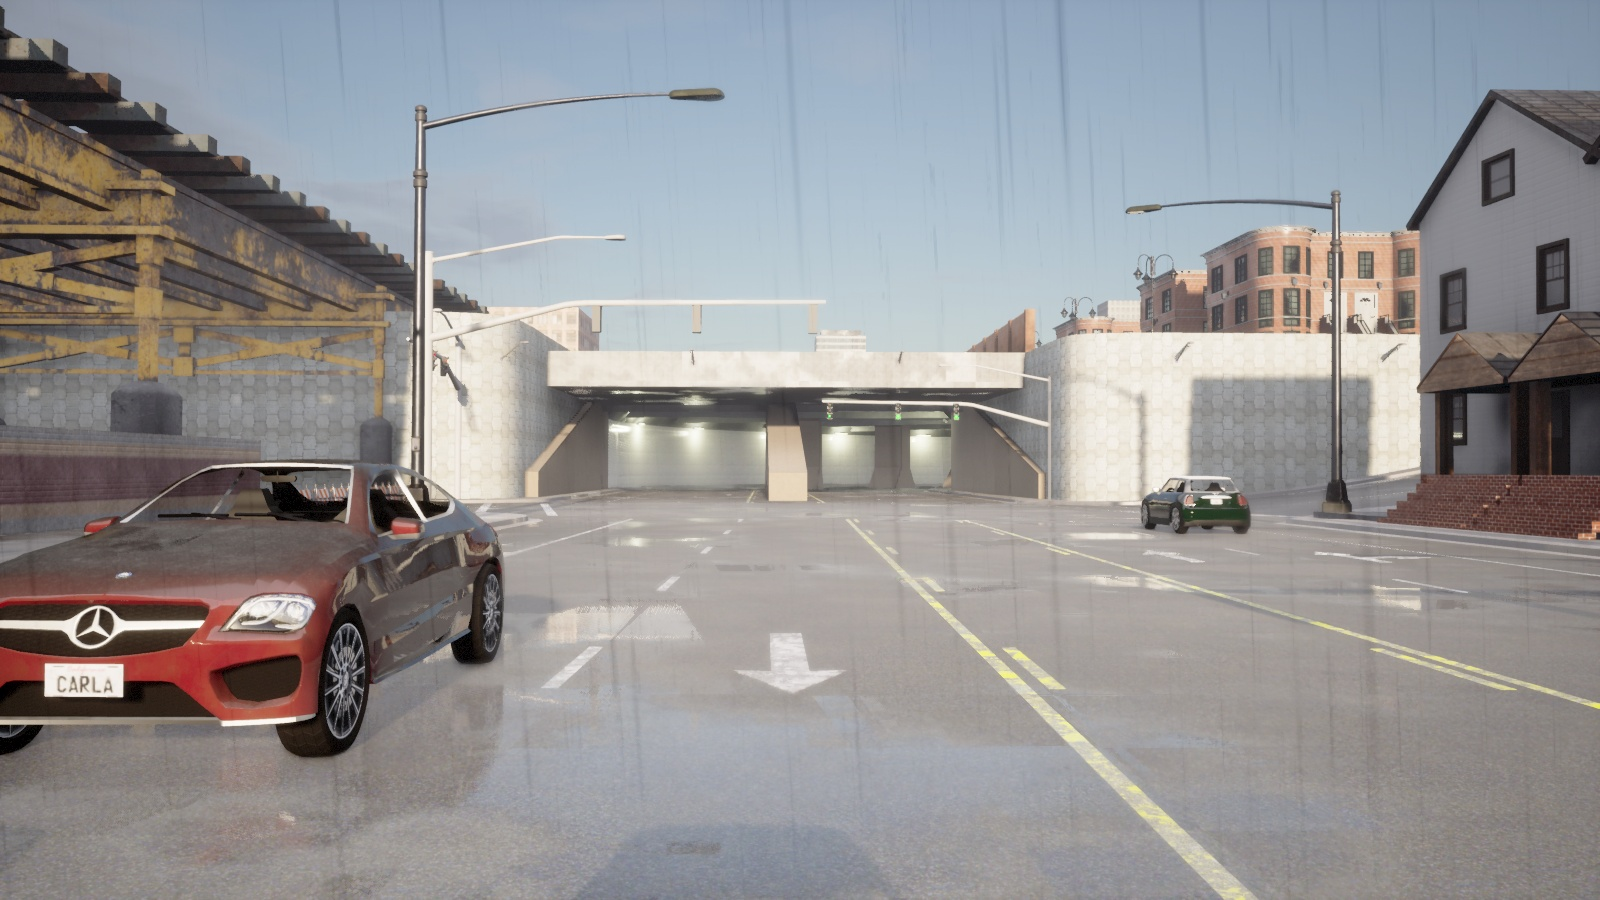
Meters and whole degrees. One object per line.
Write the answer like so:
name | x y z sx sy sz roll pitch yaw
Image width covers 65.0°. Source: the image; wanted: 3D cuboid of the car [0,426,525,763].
car | -3.521 0.753 8.692 2.152 1.651 5.027 0 -1 0

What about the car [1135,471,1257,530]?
car | 10.447 1.298 33.414 1.970 1.475 3.806 0 -1 -1
